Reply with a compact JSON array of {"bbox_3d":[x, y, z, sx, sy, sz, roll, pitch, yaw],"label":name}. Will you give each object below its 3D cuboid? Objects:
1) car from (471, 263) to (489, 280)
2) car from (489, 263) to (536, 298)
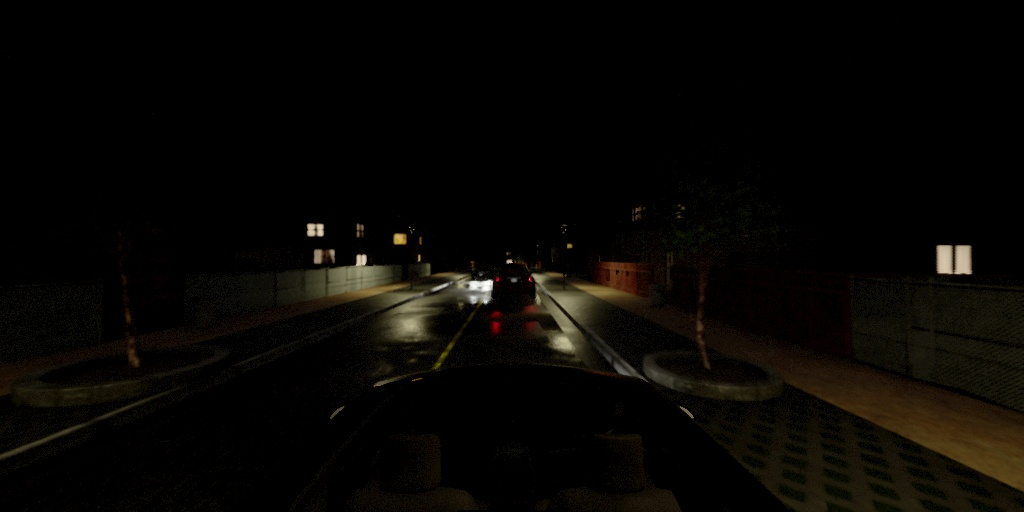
[{"bbox_3d":[-2.761,1.427,34.313,2.128,1.511,4.902,0,-1,0],"label":"car"},{"bbox_3d":[0.095,1.178,19.049,2.097,1.767,4.553,0,0,0],"label":"car"}]
